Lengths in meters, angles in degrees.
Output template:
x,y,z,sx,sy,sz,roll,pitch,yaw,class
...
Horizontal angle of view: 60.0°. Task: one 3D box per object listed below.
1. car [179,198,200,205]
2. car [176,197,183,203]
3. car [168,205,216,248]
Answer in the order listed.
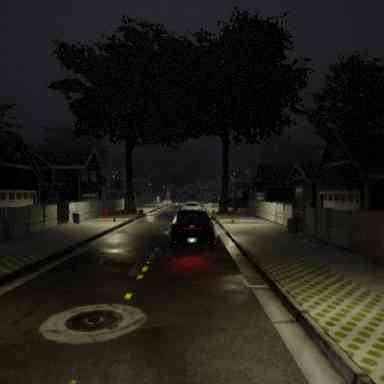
x,y,z,sx,sy,sz,roll,pitch,yaw,class
0.000,1.555,29.652,1.812,1.442,4.674,0,0,0,car
-2.749,1.823,76.714,2.033,1.411,5.357,0,-1,0,car
0.000,1.518,14.650,1.837,1.490,4.892,0,0,0,car
